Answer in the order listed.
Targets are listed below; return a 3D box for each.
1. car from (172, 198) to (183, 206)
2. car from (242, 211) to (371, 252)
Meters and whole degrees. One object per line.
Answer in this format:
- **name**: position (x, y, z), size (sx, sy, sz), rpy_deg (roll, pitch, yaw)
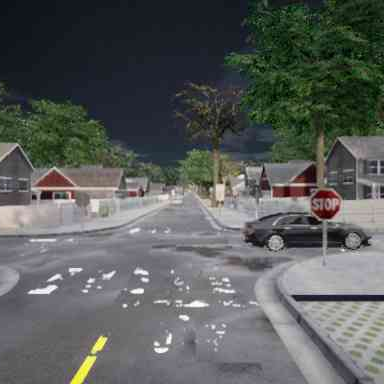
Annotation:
- **car**: position (-2.717, 1.857, 62.545), size (1.895, 1.301, 4.718), rpy_deg (0, 0, 0)
- **car**: position (4.478, 1.546, 13.228), size (4.892, 1.490, 1.837), rpy_deg (-1, 0, 0)
